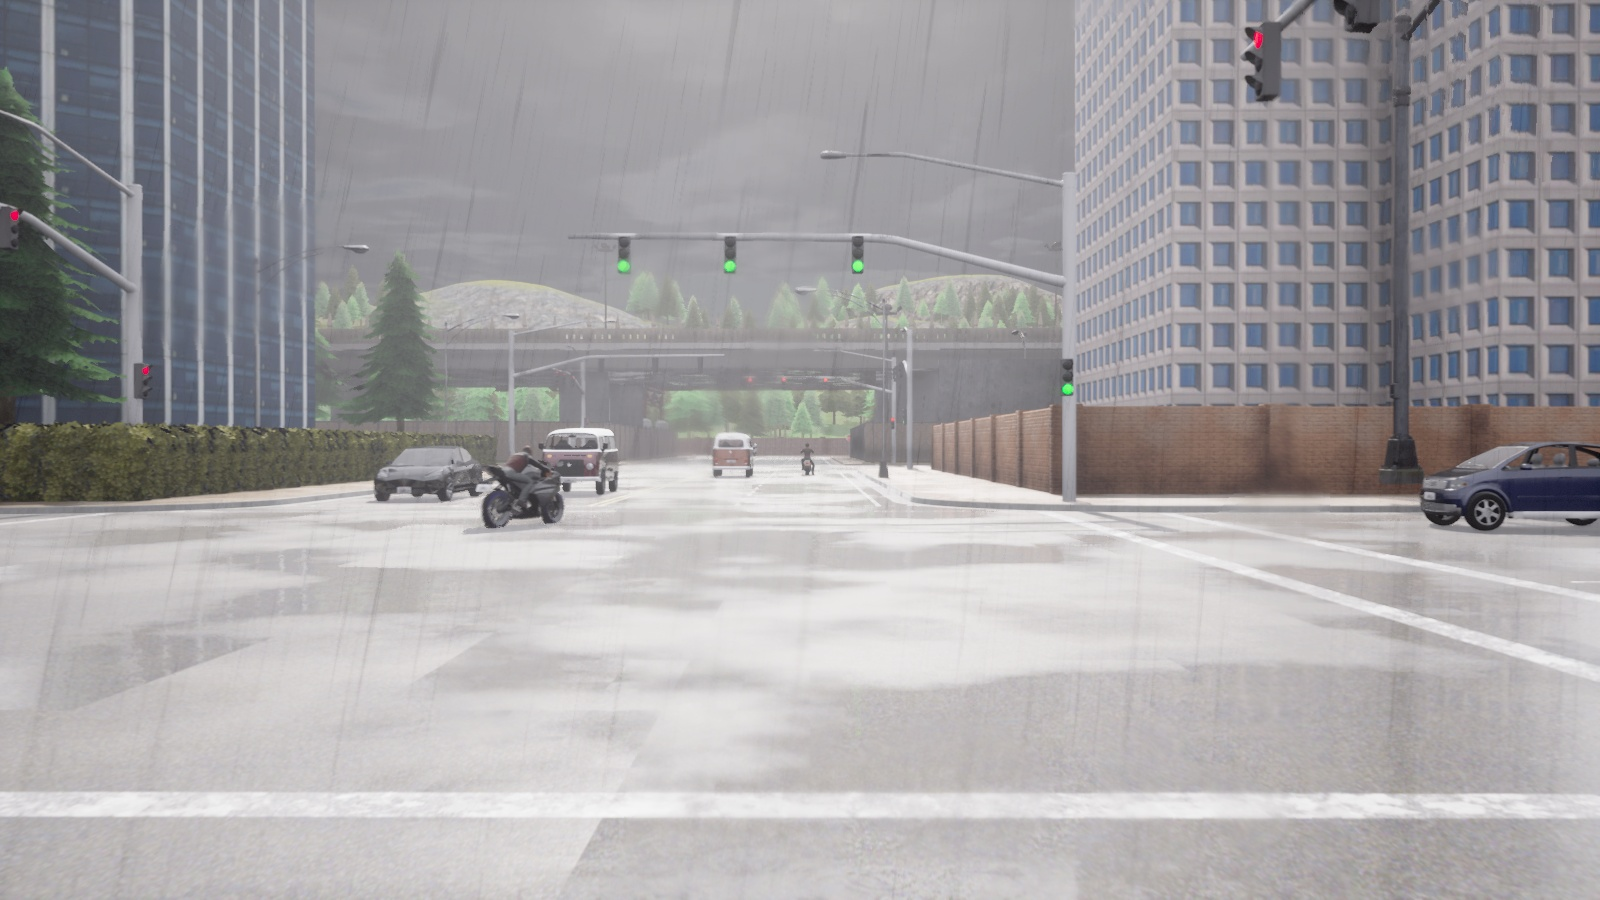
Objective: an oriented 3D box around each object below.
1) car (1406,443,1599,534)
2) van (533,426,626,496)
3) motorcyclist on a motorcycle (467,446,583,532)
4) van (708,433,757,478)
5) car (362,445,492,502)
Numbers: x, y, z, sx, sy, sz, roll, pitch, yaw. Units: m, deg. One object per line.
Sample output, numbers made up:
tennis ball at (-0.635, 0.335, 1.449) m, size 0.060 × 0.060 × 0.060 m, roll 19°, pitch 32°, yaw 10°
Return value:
car at (13.058, 0.649, 22.308) m, size 3.705 × 1.549 × 1.789 m, roll 0°, pitch 0°, yaw 1°
van at (-6.767, 0.312, 39.002) m, size 2.069 × 2.038 × 4.480 m, roll 0°, pitch 0°, yaw 0°
motorcyclist on a motorcycle at (-5.068, 0.687, 23.325) m, size 0.866 × 1.530 × 2.191 m, roll -1°, pitch 0°, yaw 29°
van at (-3.151, 0.235, 59.722) m, size 2.069 × 2.038 × 4.480 m, roll 0°, pitch 0°, yaw 0°
car at (-10.289, 0.601, 35.060) m, size 2.163 × 1.488 × 4.792 m, roll 0°, pitch 0°, yaw 0°
